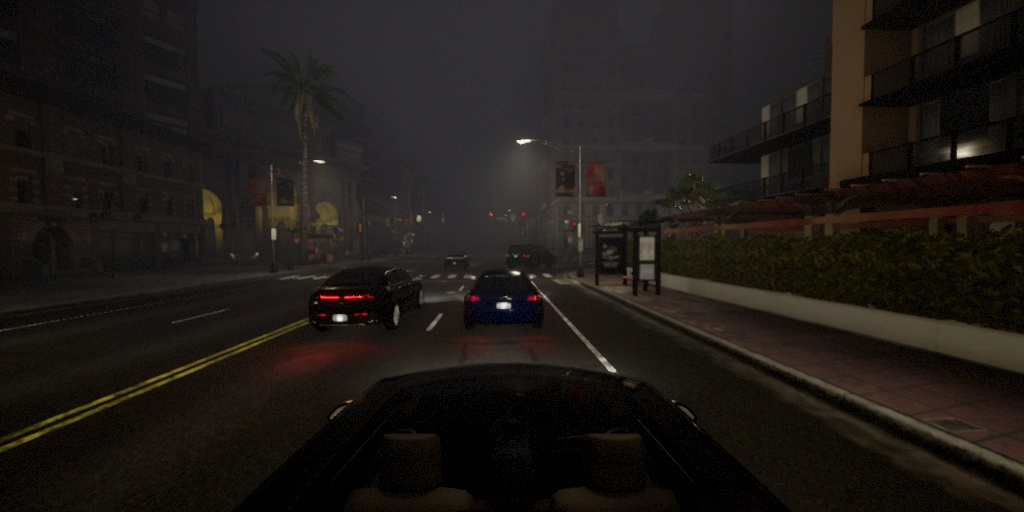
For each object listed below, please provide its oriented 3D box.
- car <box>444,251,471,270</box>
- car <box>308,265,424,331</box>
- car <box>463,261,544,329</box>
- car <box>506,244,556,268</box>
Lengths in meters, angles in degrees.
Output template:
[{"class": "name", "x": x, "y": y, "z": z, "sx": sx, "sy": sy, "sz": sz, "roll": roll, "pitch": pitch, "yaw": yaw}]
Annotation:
[{"class": "car", "x": -4.612, "y": 0.297, "z": 30.558, "sx": 2.128, "sy": 1.511, "sz": 4.902, "roll": 0, "pitch": 2, "yaw": -2}, {"class": "car", "x": -3.747, "y": 0.995, "z": 9.993, "sx": 1.837, "sy": 1.490, "sz": 4.892, "roll": 0, "pitch": 2, "yaw": -3}, {"class": "car", "x": -0.258, "y": 1.032, "z": 10.155, "sx": 1.994, "sy": 1.385, "sz": 4.181, "roll": 0, "pitch": 2, "yaw": -2}, {"class": "car", "x": 1.636, "y": 0.039, "z": 29.238, "sx": 2.150, "sy": 2.045, "sz": 5.566, "roll": 0, "pitch": 1, "yaw": 30}]
